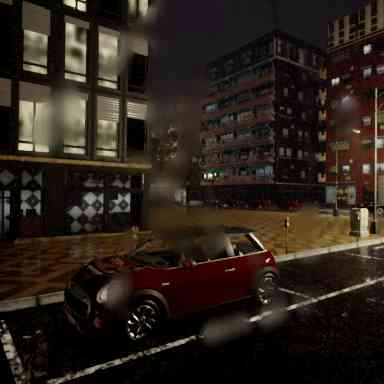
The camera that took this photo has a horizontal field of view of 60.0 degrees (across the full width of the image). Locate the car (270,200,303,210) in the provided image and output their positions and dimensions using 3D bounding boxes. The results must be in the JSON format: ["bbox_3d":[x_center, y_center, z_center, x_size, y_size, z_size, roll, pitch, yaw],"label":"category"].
[{"bbox_3d":[13.323,1.806,45.958,1.802,1.307,4.206,1,-1,-35],"label":"car"}]

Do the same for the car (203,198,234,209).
[{"bbox_3d":[3.204,1.677,45.763,2.008,1.369,4.403,1,-1,-35],"label":"car"}]

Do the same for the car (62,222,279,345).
[{"bbox_3d":[-0.268,1.441,6.351,4.097,1.590,1.967,0,1,-35],"label":"car"}]

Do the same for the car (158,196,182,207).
[{"bbox_3d":[-3.337,1.732,55.029,1.887,1.381,4.507,1,-1,-35],"label":"car"}]

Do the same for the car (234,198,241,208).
[{"bbox_3d":[6.783,1.725,55.225,1.967,1.590,4.097,1,-1,-35],"label":"car"}]

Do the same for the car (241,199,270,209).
[{"bbox_3d":[10.053,1.799,50.592,1.887,1.381,4.507,1,-1,-35],"label":"car"}]

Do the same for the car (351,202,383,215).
[{"bbox_3d":[19.864,1.729,36.694,1.947,1.339,4.313,1,-1,-35],"label":"car"}]

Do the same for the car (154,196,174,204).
[{"bbox_3d":[-6.298,1.723,73.757,2.192,1.841,5.009,1,-1,-35],"label":"car"}]

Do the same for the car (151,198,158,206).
[{"bbox_3d":[-6.607,1.763,59.661,1.887,1.381,4.507,1,-1,-35],"label":"car"}]
